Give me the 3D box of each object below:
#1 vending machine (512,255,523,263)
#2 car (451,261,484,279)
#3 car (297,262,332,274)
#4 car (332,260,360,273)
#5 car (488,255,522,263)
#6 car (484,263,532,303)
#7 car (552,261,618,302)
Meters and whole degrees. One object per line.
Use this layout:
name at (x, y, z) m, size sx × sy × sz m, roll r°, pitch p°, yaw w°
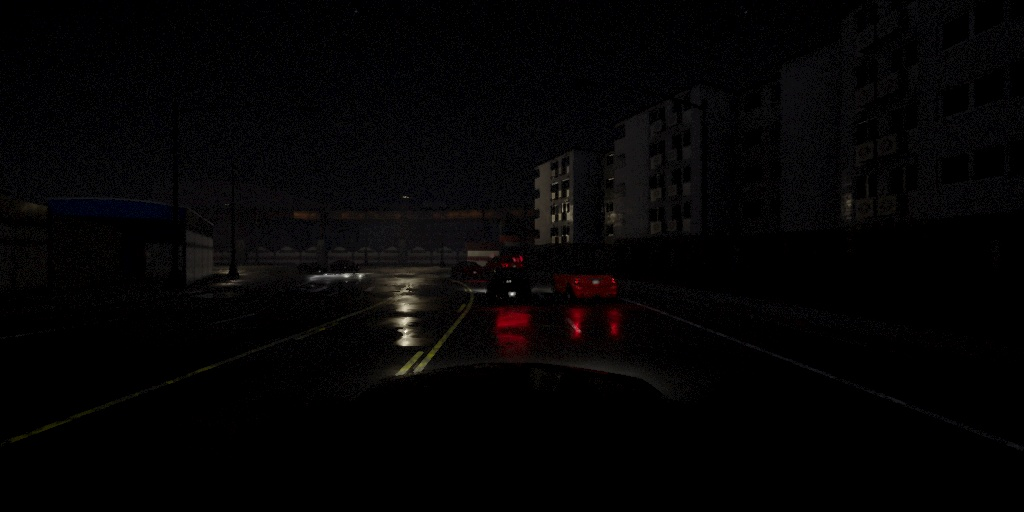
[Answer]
vending machine at (0.645, 0.896, 43.002) m, size 1.100 × 2.100 × 0.880 m, roll 0°, pitch 0°, yaw -31°
car at (-4.031, 1.200, 31.661) m, size 1.882 × 1.535 × 5.008 m, roll 0°, pitch 0°, yaw -23°
car at (-22.311, 1.360, 40.108) m, size 4.718 × 1.301 × 1.895 m, roll 0°, pitch 0°, yaw 43°
car at (-19.939, 1.214, 42.682) m, size 5.008 × 1.535 × 1.882 m, roll 0°, pitch 0°, yaw 43°
car at (-0.825, 0.971, 33.065) m, size 2.150 × 2.045 × 5.566 m, roll 0°, pitch 0°, yaw -23°
car at (-0.218, 1.250, 16.657) m, size 1.837 × 1.490 × 4.892 m, roll 0°, pitch 0°, yaw -5°
car at (3.270, 1.099, 16.953) m, size 2.097 × 1.767 × 4.553 m, roll 0°, pitch 0°, yaw -5°
